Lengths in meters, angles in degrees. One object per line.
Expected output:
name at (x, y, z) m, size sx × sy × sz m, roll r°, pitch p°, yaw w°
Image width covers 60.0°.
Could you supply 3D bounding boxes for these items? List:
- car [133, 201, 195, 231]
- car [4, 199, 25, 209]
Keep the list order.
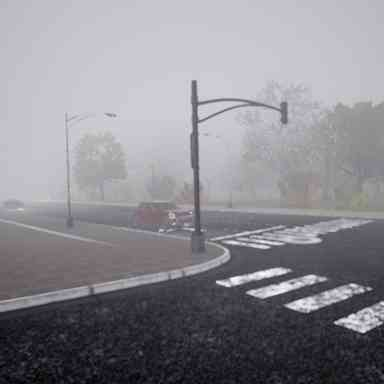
car at (-1.839, 1.360, 21.130) m, size 2.097 × 1.767 × 4.553 m, roll -2°, pitch 1°, yaw -42°
car at (-25.821, 1.694, 48.229) m, size 1.994 × 1.385 × 4.181 m, roll -2°, pitch 1°, yaw -41°
